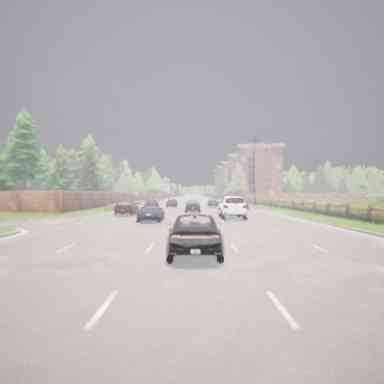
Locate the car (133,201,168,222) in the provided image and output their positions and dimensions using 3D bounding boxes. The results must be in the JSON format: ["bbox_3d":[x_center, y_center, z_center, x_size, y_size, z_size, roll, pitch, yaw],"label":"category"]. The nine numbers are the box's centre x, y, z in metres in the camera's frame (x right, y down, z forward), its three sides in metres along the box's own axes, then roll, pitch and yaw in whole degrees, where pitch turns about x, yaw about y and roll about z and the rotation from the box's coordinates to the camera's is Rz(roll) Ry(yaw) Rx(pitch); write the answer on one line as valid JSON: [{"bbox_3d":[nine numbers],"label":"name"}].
[{"bbox_3d":[-3.391,1.720,27.851,1.994,1.385,4.181,0,0,0],"label":"car"}]

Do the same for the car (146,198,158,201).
[{"bbox_3d":[-6.884,1.811,56.968,2.128,1.511,4.902,0,0,0],"label":"car"}]

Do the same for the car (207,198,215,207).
[{"bbox_3d":[3.616,1.813,57.807,2.128,1.511,4.902,0,0,0],"label":"car"}]

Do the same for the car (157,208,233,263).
[{"bbox_3d":[0.106,1.562,12.273,2.128,1.511,4.902,0,0,0],"label":"car"}]

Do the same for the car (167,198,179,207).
[{"bbox_3d":[-3.383,1.814,57.754,2.128,1.511,4.902,0,0,0],"label":"car"}]

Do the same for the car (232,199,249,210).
[{"bbox_3d":[7.116,1.801,49.502,1.812,1.442,4.674,0,0,0],"label":"car"}]

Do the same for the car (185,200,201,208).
[{"bbox_3d":[0.113,1.764,42.541,1.812,1.442,4.674,0,0,0],"label":"car"}]

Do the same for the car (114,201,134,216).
[{"bbox_3d":[-6.890,1.677,35.273,1.882,1.535,5.008,0,0,0],"label":"car"}]

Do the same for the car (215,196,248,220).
[{"bbox_3d":[3.609,1.392,30.220,2.150,2.045,5.566,0,0,0],"label":"car"}]
